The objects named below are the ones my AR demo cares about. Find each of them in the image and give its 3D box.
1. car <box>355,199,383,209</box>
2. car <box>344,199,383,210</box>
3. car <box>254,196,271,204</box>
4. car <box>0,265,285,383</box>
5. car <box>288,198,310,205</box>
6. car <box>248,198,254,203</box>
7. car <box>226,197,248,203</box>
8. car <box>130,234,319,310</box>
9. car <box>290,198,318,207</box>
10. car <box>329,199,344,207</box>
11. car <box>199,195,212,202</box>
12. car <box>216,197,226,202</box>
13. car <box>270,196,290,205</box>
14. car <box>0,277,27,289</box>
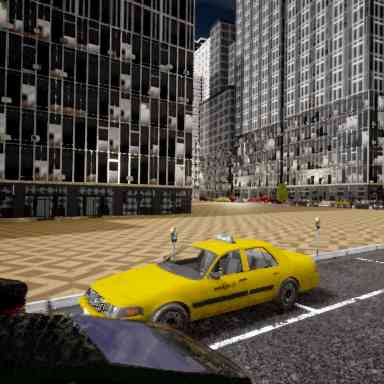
[{"bbox_3d":[27.788,1.843,51.354,2.008,1.369,4.403,1,-1,-22],"label":"car"},{"bbox_3d":[22.602,1.662,43.194,2.008,1.369,4.403,1,-1,-22],"label":"car"},{"bbox_3d":[17.246,1.765,77.266,2.192,1.841,5.009,1,-1,-22],"label":"car"},{"bbox_3d":[-1.472,1.564,1.800,4.181,1.385,1.994,0,0,-35],"label":"car"},{"bbox_3d":[21.461,1.938,66.899,2.008,1.369,4.403,1,-1,-22],"label":"car"},{"bbox_3d":[15.134,2.064,82.445,1.802,1.307,4.206,1,-1,-22],"label":"car"},{"bbox_3d":[9.956,1.740,74.272,1.967,1.590,4.097,1,-1,-22],"label":"car"},{"bbox_3d":[0.420,1.529,6.329,4.829,1.417,1.752,0,1,-35],"label":"car"},{"bbox_3d":[18.386,1.725,53.552,2.008,1.369,4.403,1,-1,-22],"label":"car"},{"bbox_3d":[25.615,1.850,56.693,1.752,1.417,4.829,1,-1,-22],"label":"car"},{"bbox_3d":[3.634,1.709,89.811,2.192,1.841,5.009,1,-1,-22],"label":"car"},{"bbox_3d":[7.911,1.856,79.293,1.752,1.417,4.829,1,-1,-22],"label":"car"},{"bbox_3d":[16.280,1.646,58.733,1.967,1.590,4.097,1,-1,-22],"label":"car"},{"bbox_3d":[-3.945,1.565,3.272,4.313,1.339,1.947,0,1,-36],"label":"car"}]
